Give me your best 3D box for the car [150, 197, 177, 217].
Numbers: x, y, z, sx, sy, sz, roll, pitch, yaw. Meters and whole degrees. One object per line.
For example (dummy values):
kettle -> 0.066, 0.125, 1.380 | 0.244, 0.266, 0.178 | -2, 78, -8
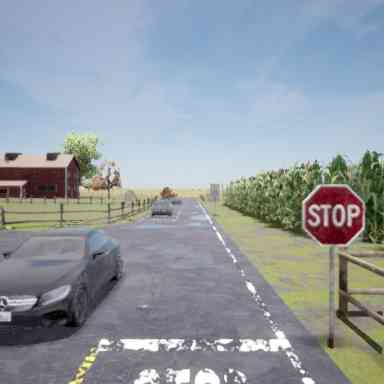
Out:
car -> -2.722, 1.523, 31.256 | 1.837, 1.490, 4.892 | 0, 0, 0

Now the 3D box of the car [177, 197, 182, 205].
car -> -2.700, 1.487, 56.567 | 1.994, 1.385, 4.181 | 0, 0, 0

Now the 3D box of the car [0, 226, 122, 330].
car -> -2.741, 1.526, 7.107 | 1.812, 1.442, 4.674 | 0, 0, 0
